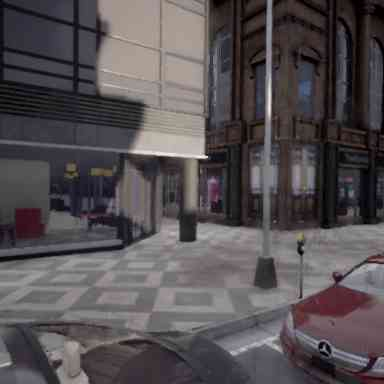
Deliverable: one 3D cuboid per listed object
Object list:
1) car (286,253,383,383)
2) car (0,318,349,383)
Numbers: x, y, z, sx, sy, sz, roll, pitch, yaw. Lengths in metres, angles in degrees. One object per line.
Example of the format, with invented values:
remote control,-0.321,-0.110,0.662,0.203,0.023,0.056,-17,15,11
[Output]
car,3.059,1.564,4.652,4.206,1.307,1.802,0,1,-36
car,-1.533,1.502,1.364,4.403,1.369,2.008,0,1,-36
